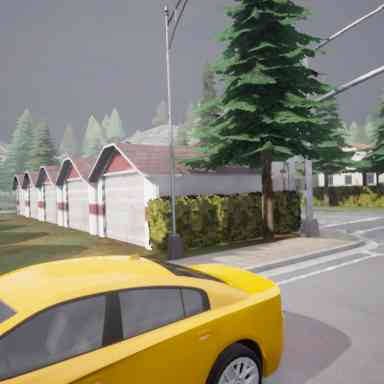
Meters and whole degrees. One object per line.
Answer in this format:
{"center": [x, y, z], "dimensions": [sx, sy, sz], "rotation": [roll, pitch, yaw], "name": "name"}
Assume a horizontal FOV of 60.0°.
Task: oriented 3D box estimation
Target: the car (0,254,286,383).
{"center": [-1.276, 1.452, 3.077], "dimensions": [5.008, 1.535, 1.882], "rotation": [-2, 1, -35], "name": "car"}
